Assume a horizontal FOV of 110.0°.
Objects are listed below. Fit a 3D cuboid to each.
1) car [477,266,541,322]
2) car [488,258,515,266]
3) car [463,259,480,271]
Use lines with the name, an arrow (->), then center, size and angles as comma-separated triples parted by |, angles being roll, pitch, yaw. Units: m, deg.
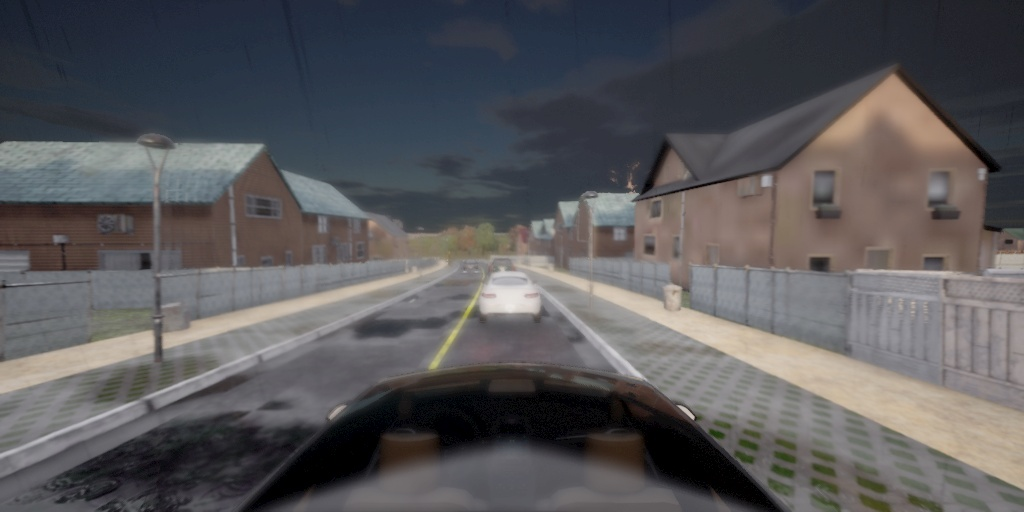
car -> -0.089, 1.213, 11.902 | 1.812, 1.442, 4.674 | 0, 0, -1
car -> -0.804, 0.952, 28.093 | 2.097, 1.767, 4.553 | 0, 0, -4
car -> -5.116, 1.072, 44.836 | 1.812, 1.442, 4.674 | 0, 0, -6
